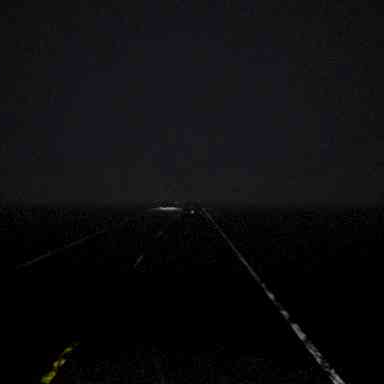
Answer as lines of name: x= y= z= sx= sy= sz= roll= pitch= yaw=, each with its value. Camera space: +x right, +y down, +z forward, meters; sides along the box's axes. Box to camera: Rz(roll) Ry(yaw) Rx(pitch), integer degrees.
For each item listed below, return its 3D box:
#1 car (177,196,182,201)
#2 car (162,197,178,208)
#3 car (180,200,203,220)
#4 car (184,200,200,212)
car: x=-3.703 y=1.880 z=92.455 sx=2.033 sy=1.411 sz=5.357 roll=0 pitch=0 yaw=0
car: x=-3.681 y=1.793 z=52.851 sx=1.994 sy=1.385 sz=4.181 roll=0 pitch=0 yaw=0
car: x=0.033 y=1.675 z=29.303 sx=2.033 sy=1.411 sz=5.357 roll=0 pitch=0 yaw=0
car: x=-0.042 y=1.753 z=43.519 sx=1.994 sy=1.385 sz=4.181 roll=0 pitch=0 yaw=1
